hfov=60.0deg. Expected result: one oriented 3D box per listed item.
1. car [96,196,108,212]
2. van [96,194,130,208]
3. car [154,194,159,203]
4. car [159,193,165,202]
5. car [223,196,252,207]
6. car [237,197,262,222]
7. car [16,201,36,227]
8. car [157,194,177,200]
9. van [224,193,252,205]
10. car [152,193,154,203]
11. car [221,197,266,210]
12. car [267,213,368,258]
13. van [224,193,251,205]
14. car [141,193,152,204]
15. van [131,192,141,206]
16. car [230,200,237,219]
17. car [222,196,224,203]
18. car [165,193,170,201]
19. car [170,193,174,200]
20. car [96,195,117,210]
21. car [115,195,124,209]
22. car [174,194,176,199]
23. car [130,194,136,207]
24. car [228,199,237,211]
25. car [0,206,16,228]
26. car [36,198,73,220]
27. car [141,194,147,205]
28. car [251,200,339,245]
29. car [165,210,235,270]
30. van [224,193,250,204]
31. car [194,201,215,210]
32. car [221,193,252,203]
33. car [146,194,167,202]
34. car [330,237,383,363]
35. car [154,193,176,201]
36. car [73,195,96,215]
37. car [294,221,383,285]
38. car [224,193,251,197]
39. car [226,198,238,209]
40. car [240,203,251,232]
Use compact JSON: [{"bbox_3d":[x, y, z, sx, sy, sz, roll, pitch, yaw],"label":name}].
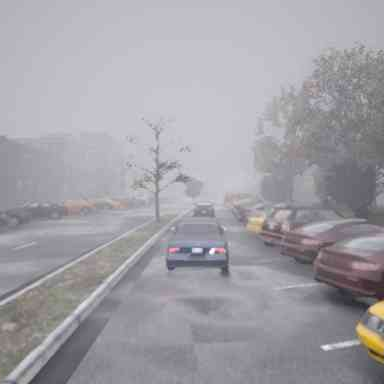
[{"bbox_3d":[-11.974,1.491,36.123,4.892,1.521,2.231,-1,0,-16],"label":"car"},{"bbox_3d":[-11.142,1.265,45.174,4.442,1.987,1.878,-1,0,-15],"label":"van"},{"bbox_3d":[-9.679,1.242,63.104,5.566,2.045,2.435,-1,0,-15],"label":"car"},{"bbox_3d":[-9.091,1.242,69.116,5.566,2.045,2.435,-1,0,-15],"label":"car"},{"bbox_3d":[6.119,1.479,33.951,5.008,1.535,2.097,1,0,-16],"label":"car"},{"bbox_3d":[5.310,1.357,19.168,4.553,1.767,2.185,1,0,-17],"label":"car"},{"bbox_3d":[-12.927,1.484,21.049,5.008,1.535,2.097,-1,0,-18],"label":"car"},{"bbox_3d":[-7.073,1.468,93.062,5.366,1.575,1.946,-1,1,-15],"label":"car"},{"bbox_3d":[8.016,1.248,57.611,4.442,1.987,1.878,1,0,-15],"label":"van"},{"bbox_3d":[-9.922,1.493,60.124,5.008,1.535,2.097,-1,0,-15],"label":"car"},{"bbox_3d":[6.645,1.472,42.773,5.366,1.575,1.946,1,0,-15],"label":"car"},{"bbox_3d":[4.975,1.524,10.285,4.674,1.452,2.002,1,0,-18],"label":"car"},{"bbox_3d":[8.278,1.247,60.578,4.442,1.987,1.878,1,0,-15],"label":"van"},{"bbox_3d":[-10.216,1.242,57.119,5.566,2.045,2.435,-1,0,-15],"label":"car"},{"bbox_3d":[-10.615,1.265,51.176,4.442,1.987,1.878,-1,0,-15],"label":"van"},{"bbox_3d":[5.406,1.481,22.123,5.008,1.535,2.097,1,0,-17],"label":"car"},{"bbox_3d":[6.573,1.479,39.868,4.892,1.521,2.231,1,0,-15],"label":"car"},{"bbox_3d":[-8.550,1.242,75.106,5.566,2.045,2.435,-1,0,-15],"label":"car"},{"bbox_3d":[-7.743,1.495,84.085,5.008,1.535,2.097,-1,0,-15],"label":"car"},{"bbox_3d":[-11.762,1.491,39.134,5.008,1.535,2.097,-1,0,-16],"label":"car"},{"bbox_3d":[-11.684,1.491,42.082,5.366,1.575,1.946,-1,0,-15],"label":"car"},{"bbox_3d":[-7.456,1.531,87.096,4.674,1.452,2.002,-1,0,-15],"label":"car"},{"bbox_3d":[-11.017,1.523,48.130,4.792,1.488,2.163,-1,0,-15],"label":"car"},{"bbox_3d":[5.536,1.510,25.065,4.792,1.488,2.163,1,0,-17],"label":"car"},{"bbox_3d":[-13.033,1.230,18.042,5.566,2.045,2.435,-1,0,-18],"label":"car"},{"bbox_3d":[-12.594,1.486,27.077,5.008,1.535,2.097,-1,0,-17],"label":"car"},{"bbox_3d":[-10.458,1.493,54.137,5.008,1.535,2.097,-1,0,-15],"label":"car"},{"bbox_3d":[5.032,1.358,13.237,4.553,1.767,2.185,1,0,-18],"label":"car"},{"bbox_3d":[0.221,1.548,11.059,2.033,1.411,5.357,0,0,2],"label":"car"},{"bbox_3d":[8.540,1.247,63.543,4.442,1.987,1.878,1,0,-15],"label":"van"},{"bbox_3d":[1.174,1.527,30.861,1.812,1.442,4.674,0,0,4],"label":"car"},{"bbox_3d":[8.944,1.223,66.550,5.566,2.045,2.435,1,0,-15],"label":"car"},{"bbox_3d":[-8.267,1.368,78.089,4.553,1.767,2.185,-1,0,-15],"label":"car"},{"bbox_3d":[4.696,1.480,4.298,5.366,1.575,1.946,1,0,-19],"label":"car"},{"bbox_3d":[-7.203,1.232,90.086,5.566,2.045,2.435,-1,0,-15],"label":"car"},{"bbox_3d":[-12.183,1.363,33.111,4.553,1.767,2.185,-1,0,-16],"label":"car"},{"bbox_3d":[4.912,1.525,7.325,4.674,1.452,2.002,1,0,-19],"label":"car"},{"bbox_3d":[6.318,1.352,36.901,4.553,1.767,2.185,1,0,-15],"label":"car"},{"bbox_3d":[5.766,1.510,28.051,4.792,1.488,2.163,1,0,-16],"label":"car"},{"bbox_3d":[5.336,1.482,16.264,5.366,1.575,1.946,1,0,-18],"label":"car"}]
